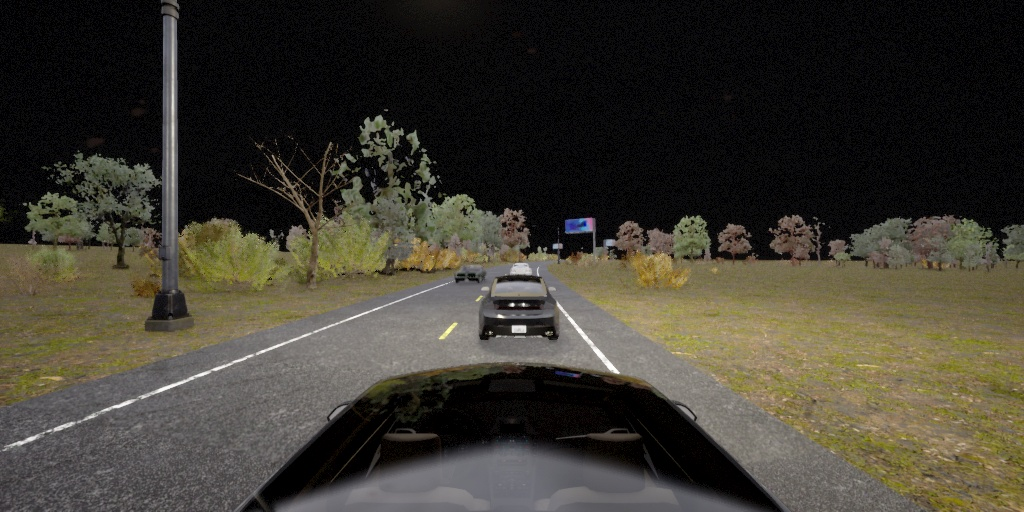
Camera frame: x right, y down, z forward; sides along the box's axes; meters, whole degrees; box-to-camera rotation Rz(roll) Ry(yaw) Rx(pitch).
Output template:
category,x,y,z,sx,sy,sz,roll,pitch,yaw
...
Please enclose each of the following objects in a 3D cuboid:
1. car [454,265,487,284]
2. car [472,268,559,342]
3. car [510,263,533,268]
category,x,y,z,sx,sy,sz,roll,pitch,yaw
car,-3.042,1.368,26.988,1.895,1.301,4.718,0,0,3
car,0.183,1.258,9.823,1.837,1.490,4.892,0,0,1
car,0.782,1.295,30.404,1.812,1.442,4.674,0,0,3
